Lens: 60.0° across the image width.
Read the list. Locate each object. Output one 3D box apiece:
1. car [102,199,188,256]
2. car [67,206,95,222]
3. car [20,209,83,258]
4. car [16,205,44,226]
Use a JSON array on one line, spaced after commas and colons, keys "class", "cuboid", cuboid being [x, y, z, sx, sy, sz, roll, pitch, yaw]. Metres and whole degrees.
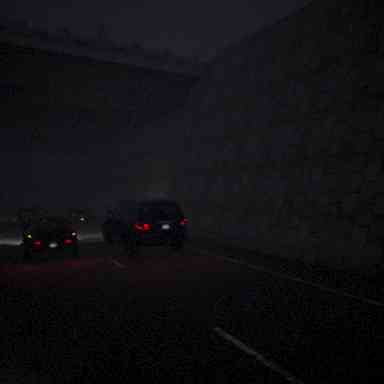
[{"class": "car", "cuboid": [-2.174, 1.322, 14.021, 2.150, 2.045, 5.566, 0, 0, -28]}, {"class": "car", "cuboid": [-9.563, 1.844, 27.827, 1.895, 1.301, 4.718, 0, 0, -28]}, {"class": "car", "cuboid": [-5.867, 1.654, 13.535, 1.812, 1.442, 4.674, 0, 0, -28]}, {"class": "car", "cuboid": [-12.767, 1.758, 26.402, 2.128, 1.511, 4.902, 0, 0, -28]}]
